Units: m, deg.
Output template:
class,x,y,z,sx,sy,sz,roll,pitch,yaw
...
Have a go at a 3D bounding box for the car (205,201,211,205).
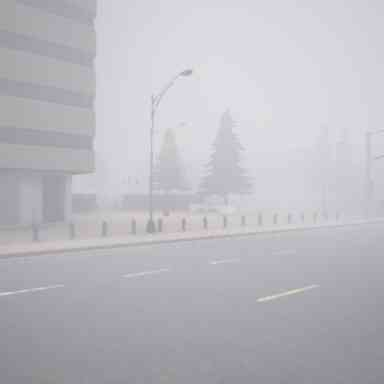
class,x,y,z,sx,sy,sz,roll,pitch,yaw
car,1.743,1.968,65.358,1.895,1.301,4.718,1,0,-35
